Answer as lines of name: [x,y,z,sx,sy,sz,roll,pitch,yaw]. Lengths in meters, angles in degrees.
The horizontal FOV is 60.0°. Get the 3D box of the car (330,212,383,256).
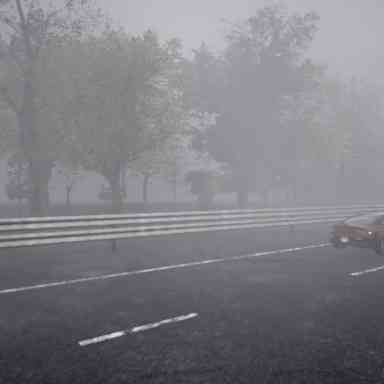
car: [7.352,1.536,13.159,4.674,1.442,1.812,0,0,-34]
